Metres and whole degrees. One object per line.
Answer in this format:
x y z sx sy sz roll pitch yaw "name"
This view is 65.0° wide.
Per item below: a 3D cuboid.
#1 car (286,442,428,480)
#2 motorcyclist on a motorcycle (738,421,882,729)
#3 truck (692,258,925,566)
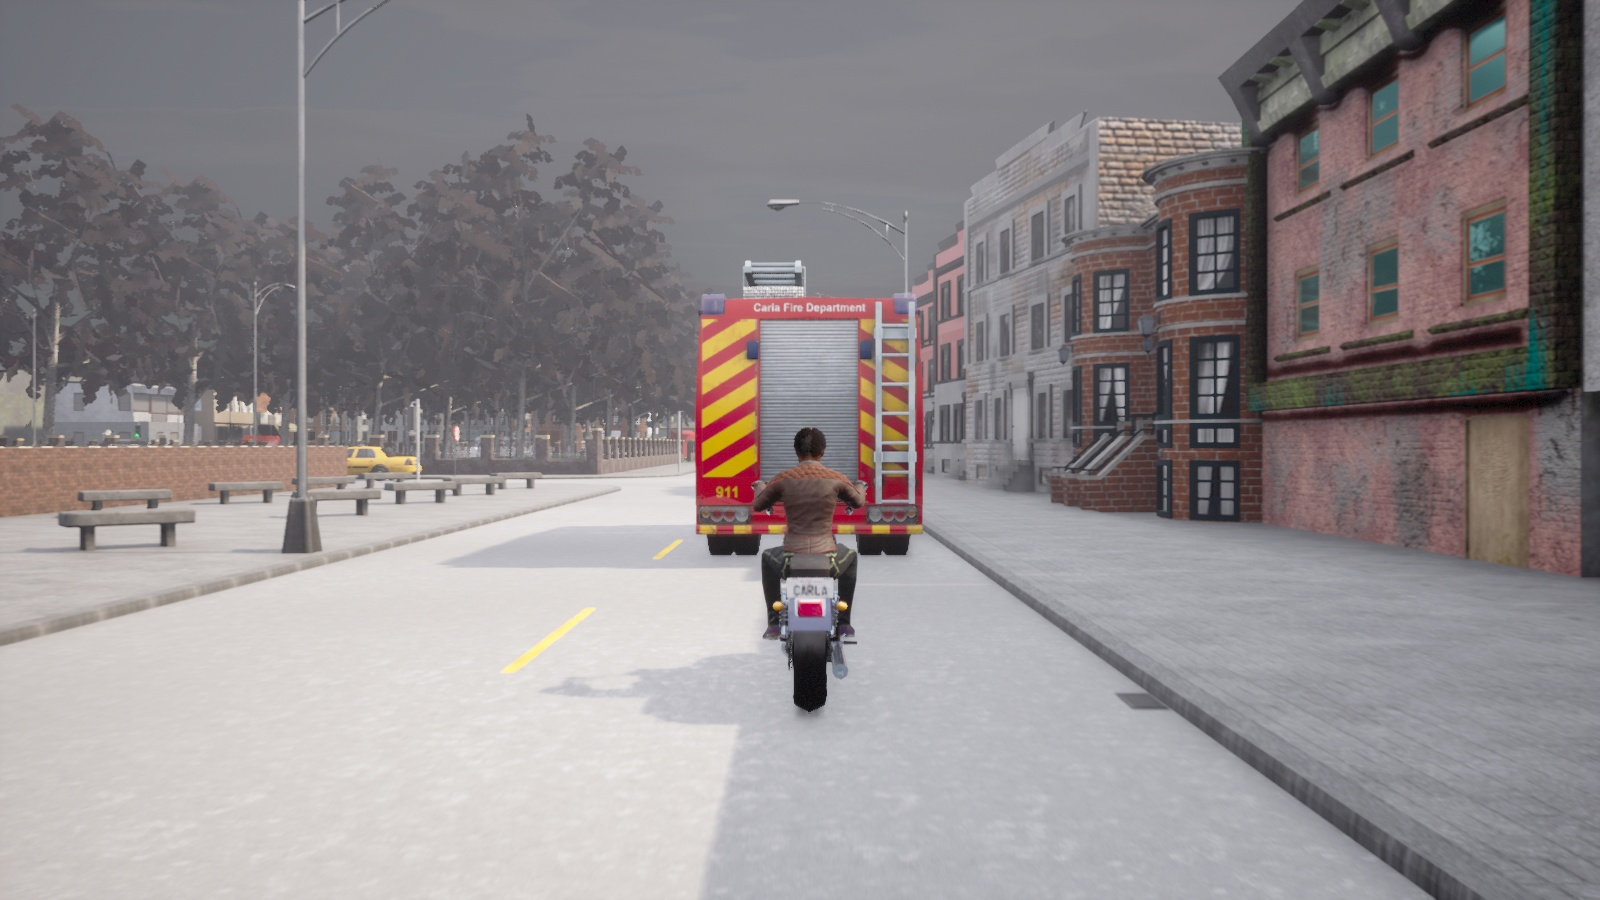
-18.605 0.466 52.913 5.366 1.575 1.801 0 0 -2 "car"
0.061 0.667 7.895 0.766 1.649 2.350 0 0 0 "motorcyclist on a motorcycle"
0.130 -0.494 19.847 2.891 3.827 8.468 0 0 0 "truck"
